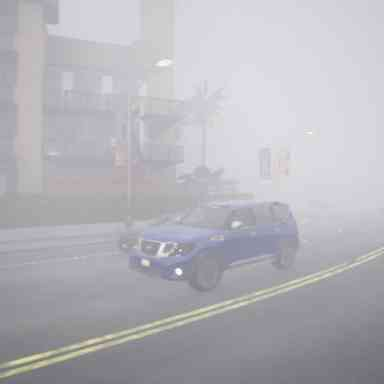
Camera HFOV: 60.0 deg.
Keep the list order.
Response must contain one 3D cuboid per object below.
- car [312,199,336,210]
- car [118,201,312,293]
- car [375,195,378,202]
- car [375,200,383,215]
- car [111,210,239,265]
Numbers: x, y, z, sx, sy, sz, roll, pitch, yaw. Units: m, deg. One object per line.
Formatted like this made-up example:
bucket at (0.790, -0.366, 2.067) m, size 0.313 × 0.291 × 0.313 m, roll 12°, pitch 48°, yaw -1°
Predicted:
car at (18.300, 1.678, 47.311) m, size 2.033 × 1.411 × 5.357 m, roll 0°, pitch 0°, yaw -5°
car at (0.964, 1.292, 9.557) m, size 5.566 × 2.045 × 2.150 m, roll 0°, pitch 0°, yaw -42°
car at (44.455, 1.932, 77.197) m, size 1.816 × 1.474 × 4.193 m, roll 0°, pitch 0°, yaw -18°
car at (20.851, 1.778, 33.848) m, size 2.033 × 1.411 × 5.357 m, roll 0°, pitch 0°, yaw 13°
car at (-0.470, 1.575, 13.047) m, size 5.008 × 1.535 × 1.882 m, roll 0°, pitch 0°, yaw -43°
